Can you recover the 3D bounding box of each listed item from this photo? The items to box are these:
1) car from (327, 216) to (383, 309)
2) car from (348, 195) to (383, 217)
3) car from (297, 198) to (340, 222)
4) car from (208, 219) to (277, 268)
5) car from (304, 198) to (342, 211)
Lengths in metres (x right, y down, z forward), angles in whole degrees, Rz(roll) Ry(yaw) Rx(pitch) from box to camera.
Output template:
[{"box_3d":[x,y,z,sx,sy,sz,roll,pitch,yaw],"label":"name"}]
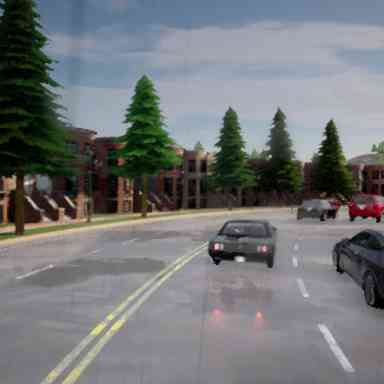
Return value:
[{"box_3d":[4.591,1.539,7.573,1.812,1.442,4.674,0,0,11],"label":"car"},{"box_3d":[14.121,1.254,26.168,2.150,2.045,5.566,0,0,42],"label":"car"},{"box_3d":[10.160,1.352,26.734,2.097,1.767,4.553,1,0,38],"label":"car"},{"box_3d":[1.939,1.582,11.400,1.895,1.301,4.718,0,0,15],"label":"car"},{"box_3d":[16.500,1.483,41.817,5.008,1.535,1.882,0,0,-32],"label":"car"}]
